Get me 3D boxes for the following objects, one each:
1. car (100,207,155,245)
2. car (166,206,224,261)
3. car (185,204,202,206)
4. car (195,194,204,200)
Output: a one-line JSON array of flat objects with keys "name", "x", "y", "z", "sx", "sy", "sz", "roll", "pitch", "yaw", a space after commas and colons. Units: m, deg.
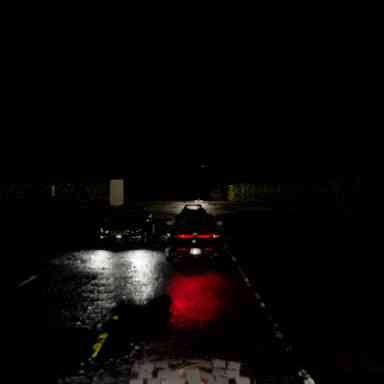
[{"name": "car", "x": -2.833, "y": 1.471, "z": 15.358, "sx": 1.837, "sy": 1.490, "sz": 4.892, "roll": 0, "pitch": 0, "yaw": 0}, {"name": "car", "x": 0.098, "y": 1.478, "z": 12.088, "sx": 1.837, "sy": 1.490, "sz": 4.892, "roll": 0, "pitch": 0, "yaw": 0}, {"name": "car", "x": 0.099, "y": 1.516, "z": 22.489, "sx": 1.994, "sy": 1.385, "sz": 4.181, "roll": 0, "pitch": 0, "yaw": 0}, {"name": "car", "x": 2.009, "y": 1.390, "z": 85.975, "sx": 2.128, "sy": 1.511, "sz": 4.902, "roll": 0, "pitch": 0, "yaw": 12}]
